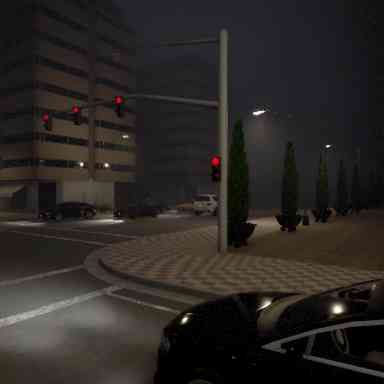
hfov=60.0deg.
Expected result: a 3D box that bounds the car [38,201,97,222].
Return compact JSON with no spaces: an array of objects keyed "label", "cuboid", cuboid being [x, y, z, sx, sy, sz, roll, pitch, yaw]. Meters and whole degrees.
[{"label":"car","cuboid":[-10.212,1.560,27.513,1.837,1.490,4.892,0,0,35]}]

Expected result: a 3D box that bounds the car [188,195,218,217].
[{"label":"car","cuboid":[2.297,1.277,32.741,2.150,2.045,5.566,0,0,35]}]

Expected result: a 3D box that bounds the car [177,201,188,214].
[{"label":"car","cuboid":[0.311,1.533,36.346,1.882,1.535,5.008,0,0,35]}]

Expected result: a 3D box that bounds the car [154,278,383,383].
[{"label":"car","cuboid":[1.853,1.492,2.652,4.902,1.511,2.128,0,0,36]}]

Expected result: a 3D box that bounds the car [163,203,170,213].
[{"label":"car","cuboid":[-4.593,1.603,35.470,2.033,1.411,5.357,0,0,35]}]

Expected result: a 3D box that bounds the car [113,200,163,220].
[{"label":"car","cuboid":[-4.837,1.619,29.058,1.994,1.385,4.181,0,0,35]}]

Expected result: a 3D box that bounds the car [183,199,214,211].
[{"label":"car","cuboid":[0.856,1.619,43.161,1.994,1.385,4.181,0,0,36]}]
